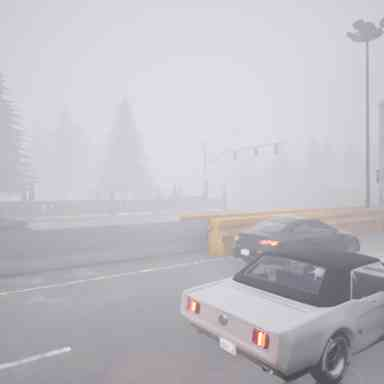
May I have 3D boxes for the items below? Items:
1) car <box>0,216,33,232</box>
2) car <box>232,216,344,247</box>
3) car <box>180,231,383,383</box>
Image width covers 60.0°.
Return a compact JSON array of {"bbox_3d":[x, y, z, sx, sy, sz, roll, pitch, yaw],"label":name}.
[{"bbox_3d":[-9.815,1.549,14.183,5.357,1.411,2.033,0,0,-35],"label":"car"},{"bbox_3d":[3.323,1.470,10.377,4.674,1.442,1.812,0,0,-35],"label":"car"},{"bbox_3d":[2.252,1.574,5.335,4.718,1.301,1.895,-1,0,-35],"label":"car"}]
